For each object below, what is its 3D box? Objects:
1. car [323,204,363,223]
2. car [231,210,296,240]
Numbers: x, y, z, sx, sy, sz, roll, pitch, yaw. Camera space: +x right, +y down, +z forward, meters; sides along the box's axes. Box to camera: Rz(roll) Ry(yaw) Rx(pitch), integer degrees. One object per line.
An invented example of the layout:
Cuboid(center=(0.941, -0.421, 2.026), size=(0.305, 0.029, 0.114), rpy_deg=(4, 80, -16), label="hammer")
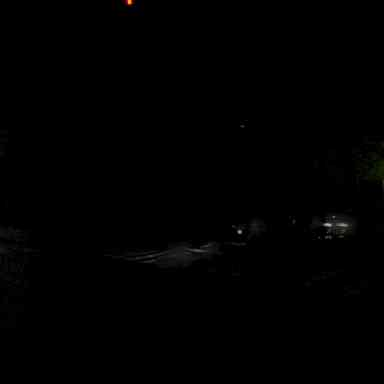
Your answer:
Cuboid(center=(12.534, 1.747, 27.542), size=(4.181, 1.385, 1.994), rpy_deg=(-1, -2, -45), label="car")
Cuboid(center=(4.196, 1.796, 19.128), size=(2.128, 1.511, 4.902), rpy_deg=(-4, -3, 45), label="car")
